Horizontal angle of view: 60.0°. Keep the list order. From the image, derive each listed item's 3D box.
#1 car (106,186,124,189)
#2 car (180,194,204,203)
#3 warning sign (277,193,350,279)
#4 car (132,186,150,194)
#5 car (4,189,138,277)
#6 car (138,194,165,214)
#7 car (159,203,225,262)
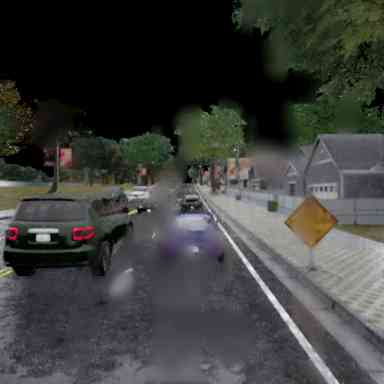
[{"bbox_3d":[-9.956,0.303,42.516,2.150,2.045,5.566,0,2,0],"label":"car"},{"bbox_3d":[0.009,0.924,29.247,1.837,1.490,4.892,0,1,0],"label":"car"},{"bbox_3d":[2.813,0.978,7.861,1.300,1.860,1.060,-1,0,0],"label":"warning sign"},{"bbox_3d":[-6.705,0.303,42.527,2.150,2.045,5.566,0,2,0],"label":"car"},{"bbox_3d":[-3.203,1.040,9.826,2.150,2.045,5.566,0,1,0],"label":"car"},{"bbox_3d":[-3.242,1.062,27.314,1.895,1.301,4.718,0,1,0],"label":"car"},{"bbox_3d":[0.046,1.320,11.148,1.812,1.442,4.674,0,1,0],"label":"car"}]
